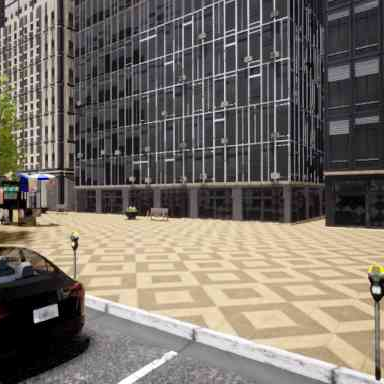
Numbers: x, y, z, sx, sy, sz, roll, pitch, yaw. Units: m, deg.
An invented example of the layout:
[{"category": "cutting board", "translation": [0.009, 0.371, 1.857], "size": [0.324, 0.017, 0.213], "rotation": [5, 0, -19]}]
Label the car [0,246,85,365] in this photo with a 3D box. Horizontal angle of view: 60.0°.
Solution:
[{"category": "car", "translation": [-3.531, 1.566, 5.406], "size": [4.313, 1.339, 1.947], "rotation": [0, 0, 36]}]
